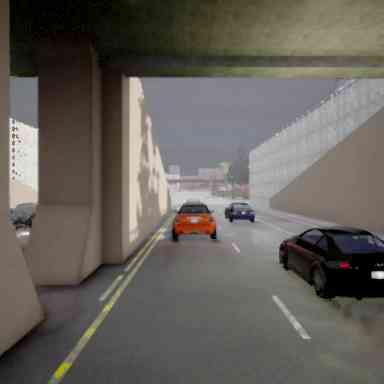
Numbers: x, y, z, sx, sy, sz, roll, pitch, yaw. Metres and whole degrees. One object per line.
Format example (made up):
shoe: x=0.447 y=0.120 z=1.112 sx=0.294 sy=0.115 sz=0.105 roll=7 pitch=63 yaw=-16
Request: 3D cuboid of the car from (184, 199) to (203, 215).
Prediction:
car: x=0.115 y=1.469 z=34.000 sx=1.837 sy=1.490 sz=4.892 roll=0 pitch=0 yaw=0

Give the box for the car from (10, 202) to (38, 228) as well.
car: x=-10.589 y=1.484 z=21.995 sx=1.837 sy=1.490 sz=4.892 roll=0 pitch=0 yaw=0

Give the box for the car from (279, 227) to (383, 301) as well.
car: x=3.604 y=1.555 z=8.372 sx=1.994 sy=1.385 sz=4.181 roll=0 pitch=0 yaw=0

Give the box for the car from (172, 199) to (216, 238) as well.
car: x=0.109 y=1.337 z=17.516 sx=2.097 sy=1.767 sz=4.553 roll=0 pitch=0 yaw=0

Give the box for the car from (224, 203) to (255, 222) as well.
car: x=3.612 y=1.521 z=25.773 sx=2.033 sy=1.411 sz=5.357 roll=0 pitch=0 yaw=0
